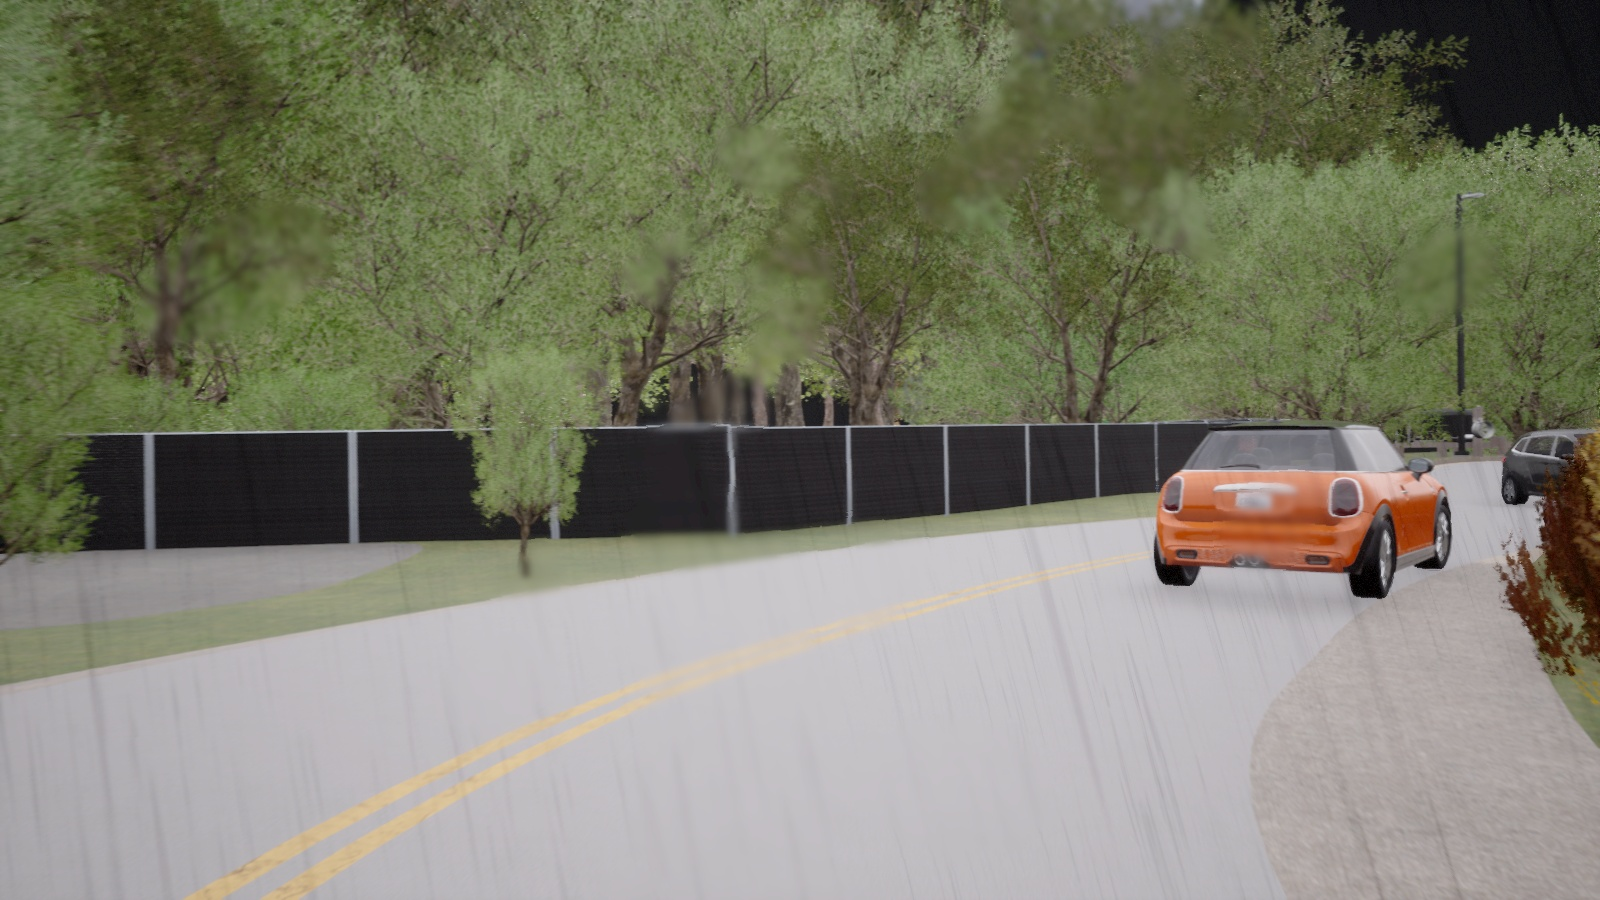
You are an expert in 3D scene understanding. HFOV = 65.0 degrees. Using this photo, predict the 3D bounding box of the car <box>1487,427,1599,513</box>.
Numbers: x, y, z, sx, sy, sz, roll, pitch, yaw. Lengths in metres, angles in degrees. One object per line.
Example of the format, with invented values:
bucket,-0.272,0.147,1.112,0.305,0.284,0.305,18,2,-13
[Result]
car,16.774,0.361,26.344,2.242,1.667,4.611,0,1,1

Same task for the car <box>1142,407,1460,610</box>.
car,5.509,0.490,13.413,2.097,1.767,4.553,0,1,36
